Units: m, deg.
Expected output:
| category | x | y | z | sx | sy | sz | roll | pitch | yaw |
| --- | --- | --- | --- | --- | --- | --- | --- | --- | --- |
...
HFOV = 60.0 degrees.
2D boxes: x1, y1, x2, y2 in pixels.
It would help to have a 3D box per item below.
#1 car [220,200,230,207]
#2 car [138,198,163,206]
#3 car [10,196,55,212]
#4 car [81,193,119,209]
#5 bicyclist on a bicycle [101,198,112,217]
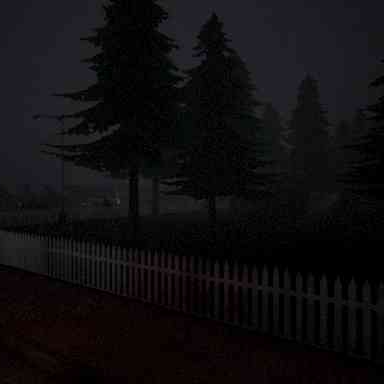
| category | x | y | z | sx | sy | sz | roll | pitch | yaw |
| --- | --- | --- | --- | --- | --- | --- | --- | --- | --- |
| car | 4.308 | 1.222 | 51.448 | 2.150 | 2.045 | 5.566 | 0 | 0 | 34 |
| car | -6.785 | 1.492 | 54.088 | 2.128 | 1.511 | 4.902 | 0 | 0 | 35 |
| car | -18.018 | 1.352 | 37.625 | 2.097 | 1.767 | 4.553 | 0 | 0 | 34 |
| car | -12.522 | 1.222 | 45.700 | 2.150 | 2.045 | 5.566 | 0 | 0 | 34 |
| bicyclist on a bicycle | -7.164 | 1.302 | 27.830 | 1.656 | 1.620 | 0.582 | 0 | 0 | 34 |
